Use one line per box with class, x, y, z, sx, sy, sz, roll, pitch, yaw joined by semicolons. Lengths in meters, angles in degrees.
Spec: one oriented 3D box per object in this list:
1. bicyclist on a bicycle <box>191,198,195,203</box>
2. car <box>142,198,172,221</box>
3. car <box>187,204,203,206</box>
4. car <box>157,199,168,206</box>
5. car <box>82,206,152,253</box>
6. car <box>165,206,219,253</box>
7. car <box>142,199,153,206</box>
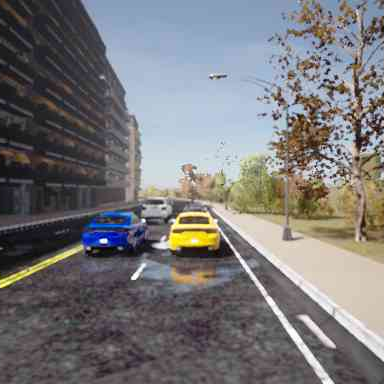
bicyclist on a bicycle;0.458;2.327;89.817;0.582;1.620;1.656;0;-1;-3
car;-2.986;1.494;28.935;2.150;2.045;5.566;0;0;1
car;0.270;1.774;29.183;2.128;1.511;4.902;0;0;1
car;-6.227;2.212;71.013;2.128;1.511;4.902;0;-1;-1
car;-3.135;1.615;14.393;1.882;1.535;5.008;0;0;1
car;0.115;1.616;14.358;1.882;1.535;5.008;0;0;1
car;-9.475;2.210;70.895;1.812;1.442;4.674;0;-1;-1
